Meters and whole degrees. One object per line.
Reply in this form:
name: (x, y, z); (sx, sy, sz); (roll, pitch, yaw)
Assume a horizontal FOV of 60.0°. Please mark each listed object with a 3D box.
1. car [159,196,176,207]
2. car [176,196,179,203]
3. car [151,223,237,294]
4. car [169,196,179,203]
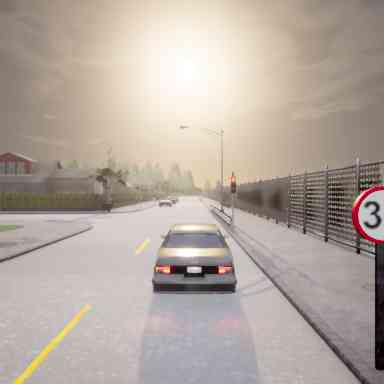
car: (-4.025, 1.547, 51.761); (2.033, 1.411, 5.357); (0, 0, 0)
car: (-3.979, 1.478, 61.606); (1.882, 1.535, 5.008); (0, 0, 0)
car: (0.066, 1.547, 8.921); (2.033, 1.411, 5.357); (0, 0, 1)
car: (-3.901, 1.553, 71.610); (1.994, 1.385, 4.181); (0, 0, 0)
